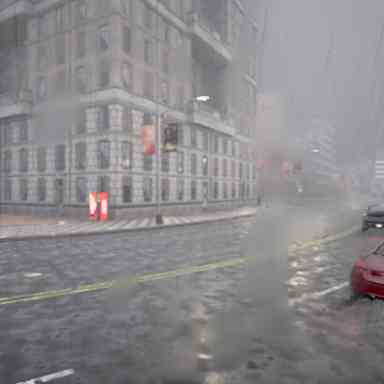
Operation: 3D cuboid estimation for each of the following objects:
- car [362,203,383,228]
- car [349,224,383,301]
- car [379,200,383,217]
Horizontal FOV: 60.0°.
[{"bbox_3d":[11.083,1.485,19.202,1.837,1.490,4.892,0,0,35],"label":"car"},{"bbox_3d":[5.231,1.557,7.339,4.181,1.385,1.994,0,0,-40],"label":"car"},{"bbox_3d":[18.855,1.532,31.325,1.994,1.385,4.181,0,0,32],"label":"car"}]
